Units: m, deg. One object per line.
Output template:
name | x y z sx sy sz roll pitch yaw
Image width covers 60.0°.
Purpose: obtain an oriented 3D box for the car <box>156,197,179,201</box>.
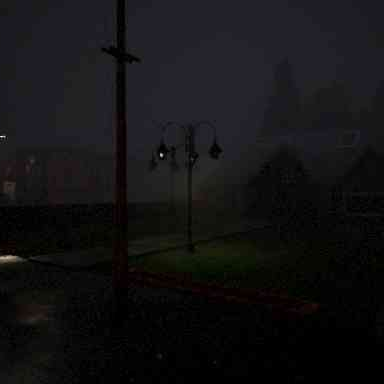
car | -4.049 1.525 53.935 2.128 1.511 4.902 0 0 36
